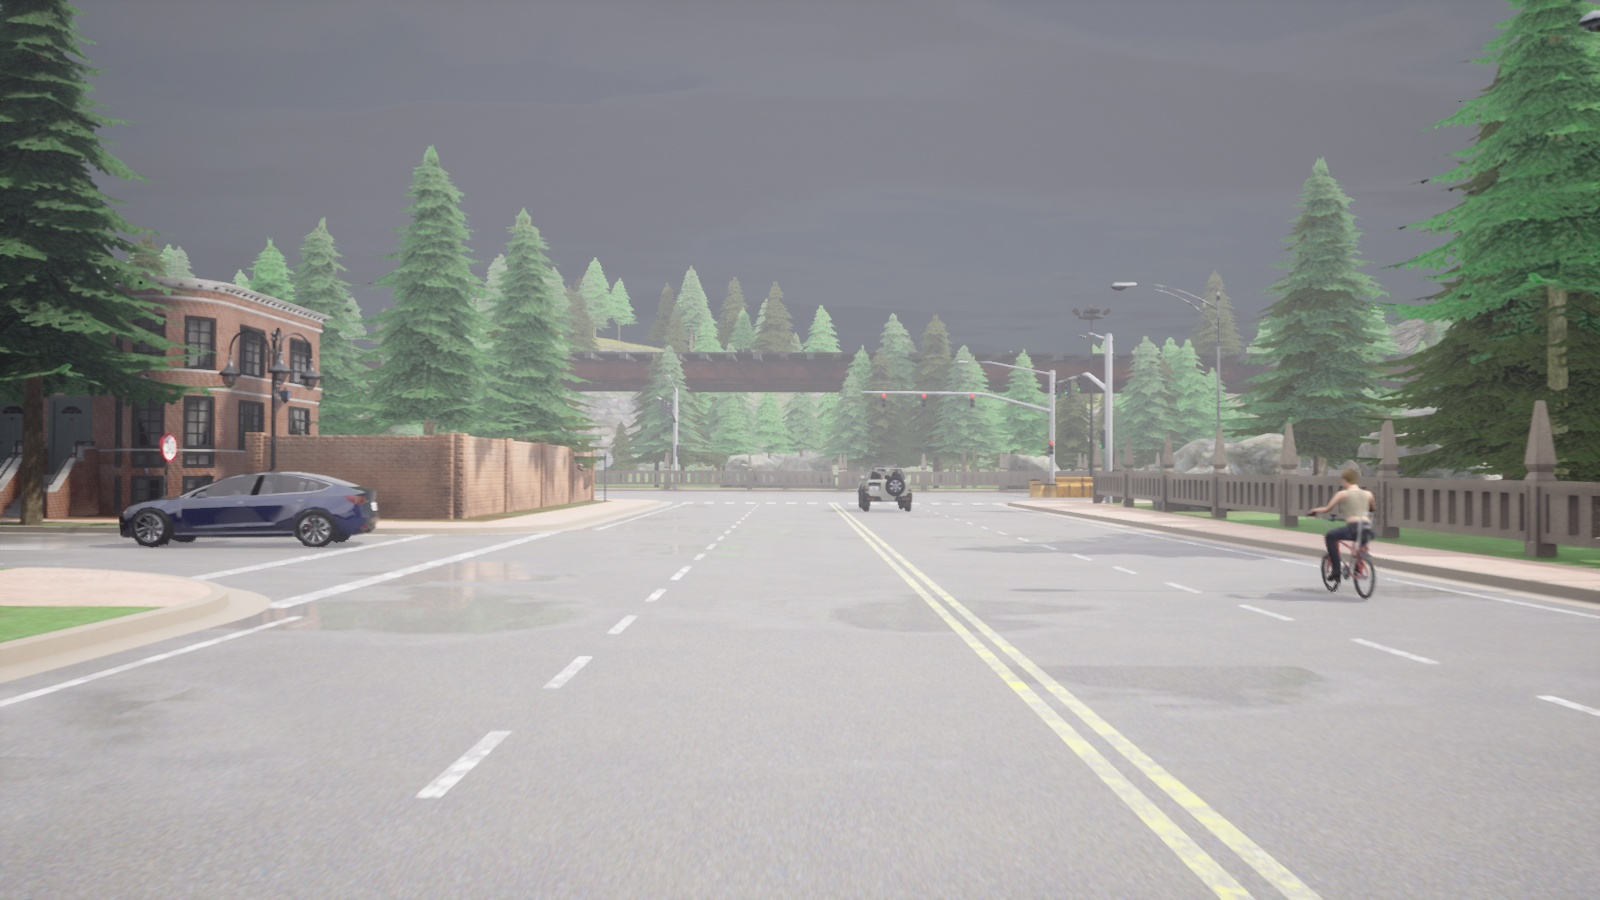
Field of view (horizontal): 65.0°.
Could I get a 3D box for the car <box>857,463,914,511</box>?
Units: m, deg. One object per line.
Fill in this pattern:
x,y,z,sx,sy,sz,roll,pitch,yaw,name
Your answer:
3.378,1.462,50.436,1.932,1.855,4.605,0,-1,0,car

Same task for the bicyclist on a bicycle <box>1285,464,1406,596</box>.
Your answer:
6.966,0.993,16.122,0.866,1.612,1.509,0,-1,0,bicyclist on a bicycle

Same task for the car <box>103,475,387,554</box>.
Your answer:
-10.976,1.247,25.187,4.792,1.488,2.163,0,-1,-7,car
